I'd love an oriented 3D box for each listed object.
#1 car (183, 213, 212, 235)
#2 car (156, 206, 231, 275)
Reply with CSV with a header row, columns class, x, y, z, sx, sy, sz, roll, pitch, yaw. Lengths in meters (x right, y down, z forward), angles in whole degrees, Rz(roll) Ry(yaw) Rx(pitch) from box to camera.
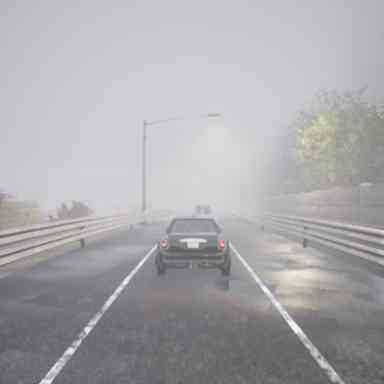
class,x,y,z,sx,sy,sz,roll,pitch,yaw
car,0.449,2.205,23.728,1.895,1.301,4.718,0,-2,2
car,0.059,1.514,11.168,2.097,1.767,4.553,0,-1,1
